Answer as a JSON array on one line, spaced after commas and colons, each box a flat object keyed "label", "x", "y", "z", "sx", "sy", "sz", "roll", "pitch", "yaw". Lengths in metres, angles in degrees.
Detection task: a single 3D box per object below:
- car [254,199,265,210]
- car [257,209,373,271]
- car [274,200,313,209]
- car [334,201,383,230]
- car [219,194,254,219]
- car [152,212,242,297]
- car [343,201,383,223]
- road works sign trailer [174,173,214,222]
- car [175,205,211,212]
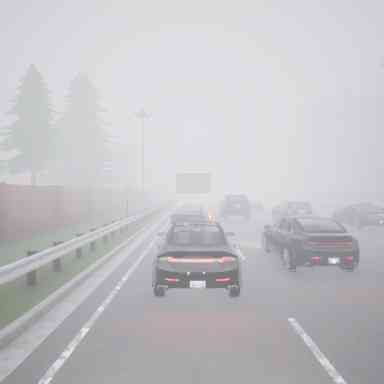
[{"label": "car", "x": 7.120, "y": 1.526, "z": 38.901, "sx": 1.812, "sy": 1.442, "sz": 4.674, "roll": 0, "pitch": 0, "yaw": 0}, {"label": "car", "x": 3.607, "y": 1.504, "z": 10.865, "sx": 1.837, "sy": 1.490, "sz": 4.892, "roll": 0, "pitch": 0, "yaw": 0}, {"label": "car", "x": 7.109, "y": 1.356, "z": 23.523, "sx": 2.097, "sy": 1.767, "sz": 4.553, "roll": 0, "pitch": 0, "yaw": 1}, {"label": "car", "x": 10.613, "y": 1.492, "z": 21.059, "sx": 2.128, "sy": 1.511, "sz": 4.902, "roll": 0, "pitch": 0, "yaw": 0}, {"label": "car", "x": 3.616, "y": 1.223, "z": 28.825, "sx": 2.150, "sy": 2.045, "sz": 5.566, "roll": 0, "pitch": 0, "yaw": 0}, {"label": "car", "x": 0.105, "y": 1.492, "z": 8.572, "sx": 2.128, "sy": 1.511, "sz": 4.902, "roll": 0, "pitch": 0, "yaw": 0}, {"label": "car", "x": 14.116, "y": 1.505, "z": 26.529, "sx": 1.837, "sy": 1.490, "sz": 4.892, "roll": 0, "pitch": 0, "yaw": 0}, {"label": "road works sign trailer", "x": 0.076, "y": 0.464, "z": 22.937, "sx": 2.380, "sy": 3.560, "sz": 2.880, "roll": 0, "pitch": 0, "yaw": 0}, {"label": "car", "x": -0.016, "y": 1.474, "z": 19.020, "sx": 1.882, "sy": 1.535, "sz": 5.008, "roll": 0, "pitch": 0, "yaw": 6}]
